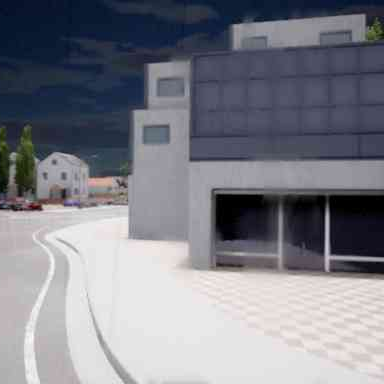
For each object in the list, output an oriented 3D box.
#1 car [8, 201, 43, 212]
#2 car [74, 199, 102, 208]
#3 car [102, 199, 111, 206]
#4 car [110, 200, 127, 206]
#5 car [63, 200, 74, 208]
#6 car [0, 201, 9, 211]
[{"bbox_3d":[-22.086,1.996,44.988,1.994,1.385,4.181,0,-1,11],"label":"car"},{"bbox_3d":[-19.122,2.057,61.239,2.097,1.767,4.553,0,-1,10],"label":"car"},{"bbox_3d":[-19.820,2.449,77.469,2.128,1.511,4.902,0,-1,10],"label":"car"},{"bbox_3d":[-16.436,2.506,76.505,1.994,1.385,4.181,0,-1,10],"label":"car"},{"bbox_3d":[-22.417,2.168,62.641,1.882,1.535,5.008,0,-1,10],"label":"car"},{"bbox_3d":[-25.361,1.982,46.431,1.994,1.385,4.181,0,-1,11],"label":"car"}]
